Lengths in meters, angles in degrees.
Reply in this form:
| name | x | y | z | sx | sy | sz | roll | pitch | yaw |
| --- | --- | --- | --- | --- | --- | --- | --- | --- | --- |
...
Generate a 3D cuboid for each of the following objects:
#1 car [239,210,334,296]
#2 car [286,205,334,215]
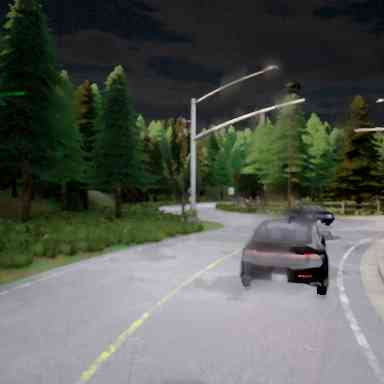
| name | x | y | z | sx | sy | sz | roll | pitch | yaw |
| --- | --- | --- | --- | --- | --- | --- | --- | --- | --- |
| car | 2.523 | 1.447 | 8.722 | 2.128 | 1.511 | 4.902 | 0 | 0 | 20 |
| car | 7.755 | 1.507 | 22.488 | 1.895 | 1.301 | 4.718 | 0 | 0 | 1 |
